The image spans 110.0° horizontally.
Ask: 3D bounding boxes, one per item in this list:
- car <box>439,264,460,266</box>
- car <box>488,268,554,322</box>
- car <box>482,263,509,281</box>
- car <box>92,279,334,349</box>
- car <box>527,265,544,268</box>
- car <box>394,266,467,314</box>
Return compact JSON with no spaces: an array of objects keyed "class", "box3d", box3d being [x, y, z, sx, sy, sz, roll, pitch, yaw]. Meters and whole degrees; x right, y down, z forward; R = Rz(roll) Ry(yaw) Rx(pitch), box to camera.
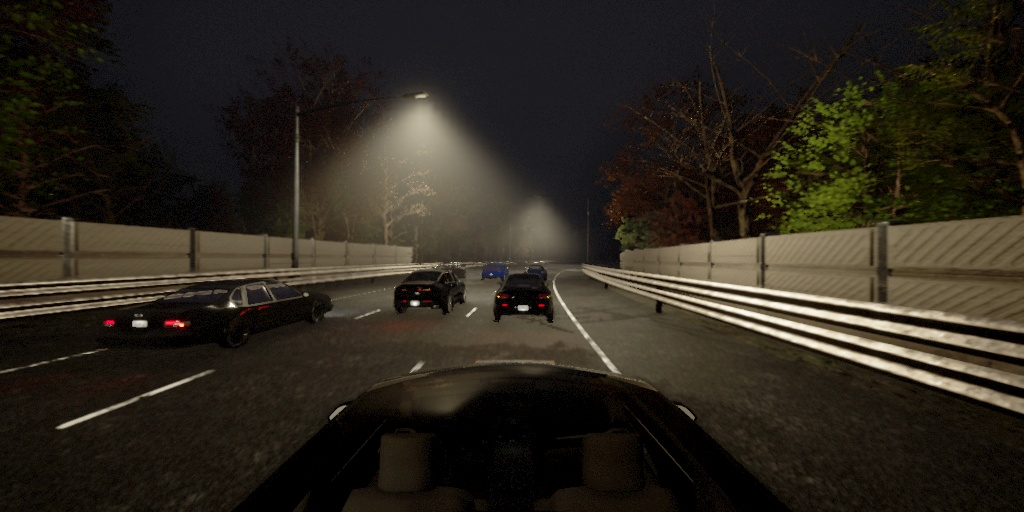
[{"class":"car","box3d":[-5.143,1.367,30.069,2.128,1.511,4.902,0,0,6]},{"class":"car","box3d":[0.413,1.309,12.358,1.812,1.442,4.674,0,0,2]},{"class":"car","box3d":[-1.405,1.383,31.881,1.882,1.535,5.008,0,0,7]},{"class":"car","box3d":[-6.734,1.296,9.070,2.033,1.411,5.357,0,0,2]},{"class":"car","box3d":[2.120,1.483,31.805,1.994,1.385,4.181,0,0,7]},{"class":"car","box3d":[-2.995,1.286,13.939,1.837,1.490,4.892,0,0,3]}]
